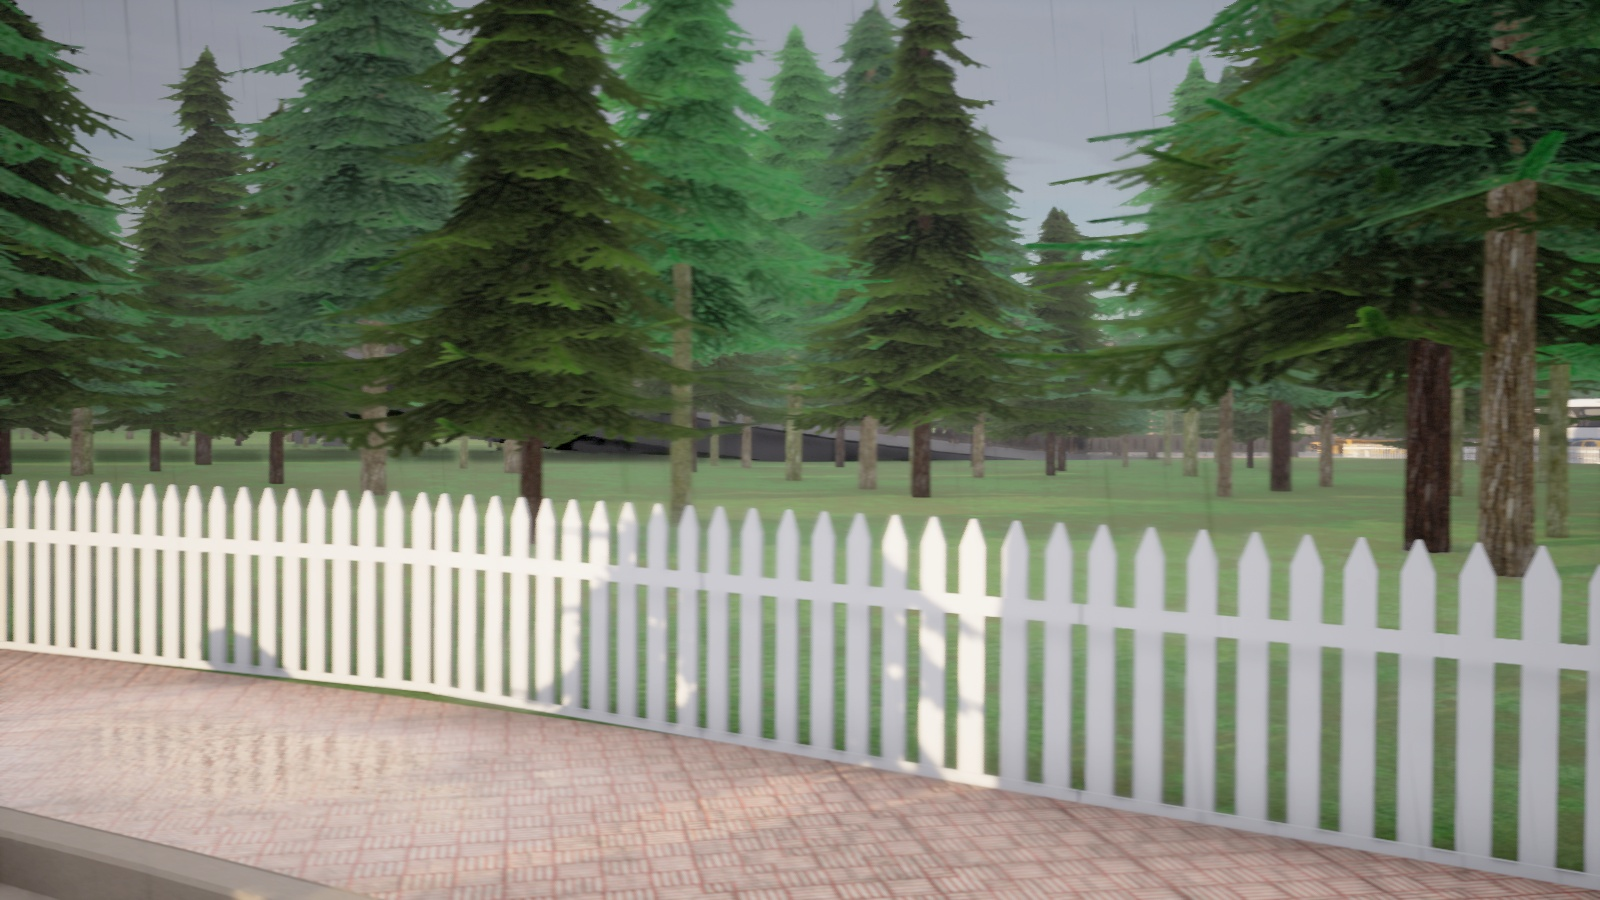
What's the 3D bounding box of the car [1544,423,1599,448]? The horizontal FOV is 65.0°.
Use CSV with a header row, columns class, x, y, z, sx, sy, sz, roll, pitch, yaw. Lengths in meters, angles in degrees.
class,x,y,z,sx,sy,sz,roll,pitch,yaw
car,51.787,-0.951,82.032,1.801,1.575,5.366,-1,1,-28
